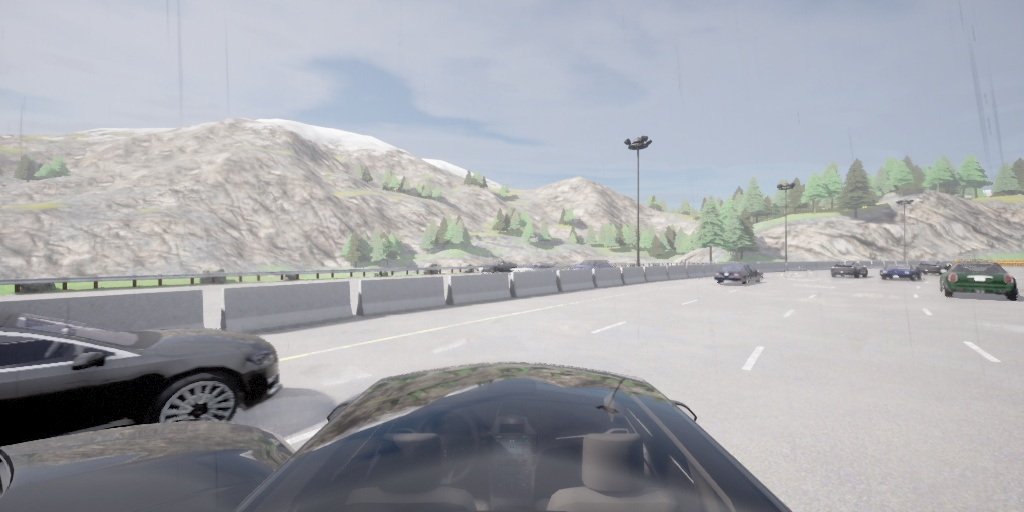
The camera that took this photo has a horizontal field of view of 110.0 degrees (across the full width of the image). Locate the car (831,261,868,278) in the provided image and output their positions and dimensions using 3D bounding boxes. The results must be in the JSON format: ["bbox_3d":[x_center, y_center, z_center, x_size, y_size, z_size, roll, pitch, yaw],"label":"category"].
[{"bbox_3d":[31.375,1.242,33.342,4.902,1.511,2.128,0,0,-35],"label":"car"}]

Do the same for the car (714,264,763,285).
[{"bbox_3d":[16.635,1.297,26.266,5.357,1.411,2.033,0,0,-41],"label":"car"}]

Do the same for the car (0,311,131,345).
[{"bbox_3d":[-4.909,1.240,3.147,2.128,1.511,4.902,0,0,37],"label":"car"}]

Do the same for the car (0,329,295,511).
[{"bbox_3d":[-2.983,1.255,0.534,4.892,1.490,1.837,0,0,-45],"label":"car"}]

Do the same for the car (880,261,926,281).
[{"bbox_3d":[32.308,1.351,29.733,4.718,1.301,1.895,0,0,-35],"label":"car"}]

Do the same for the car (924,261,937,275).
[{"bbox_3d":[43.313,1.242,36.865,4.902,1.511,2.128,0,0,-31],"label":"car"}]

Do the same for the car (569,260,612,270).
[{"bbox_3d":[7.037,1.102,31.948,4.553,1.767,2.097,0,0,-42],"label":"car"}]

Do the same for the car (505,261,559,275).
[{"bbox_3d":[2.008,1.351,32.080,4.718,1.301,1.895,0,0,-43],"label":"car"}]

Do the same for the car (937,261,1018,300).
[{"bbox_3d":[23.221,1.101,18.003,4.553,1.767,2.097,0,0,-42],"label":"car"}]

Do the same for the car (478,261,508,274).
[{"bbox_3d":[-1.445,1.241,38.413,4.902,1.511,2.128,0,0,-43],"label":"car"}]
